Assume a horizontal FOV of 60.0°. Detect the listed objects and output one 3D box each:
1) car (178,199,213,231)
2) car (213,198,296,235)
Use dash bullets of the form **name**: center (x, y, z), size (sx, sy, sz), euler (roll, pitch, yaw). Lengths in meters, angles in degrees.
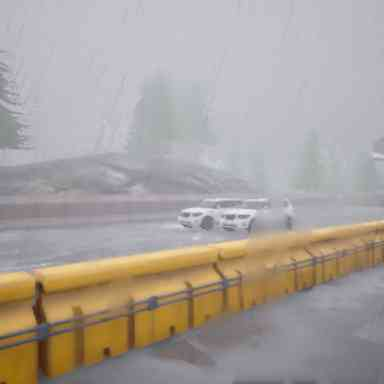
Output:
- **car**: center (1.663, 1.470, 23.189), size (5.566, 2.045, 2.150), euler (1, -1, -40)
- **car**: center (4.229, 1.424, 20.775), size (5.566, 2.045, 2.150), euler (1, -1, -40)
